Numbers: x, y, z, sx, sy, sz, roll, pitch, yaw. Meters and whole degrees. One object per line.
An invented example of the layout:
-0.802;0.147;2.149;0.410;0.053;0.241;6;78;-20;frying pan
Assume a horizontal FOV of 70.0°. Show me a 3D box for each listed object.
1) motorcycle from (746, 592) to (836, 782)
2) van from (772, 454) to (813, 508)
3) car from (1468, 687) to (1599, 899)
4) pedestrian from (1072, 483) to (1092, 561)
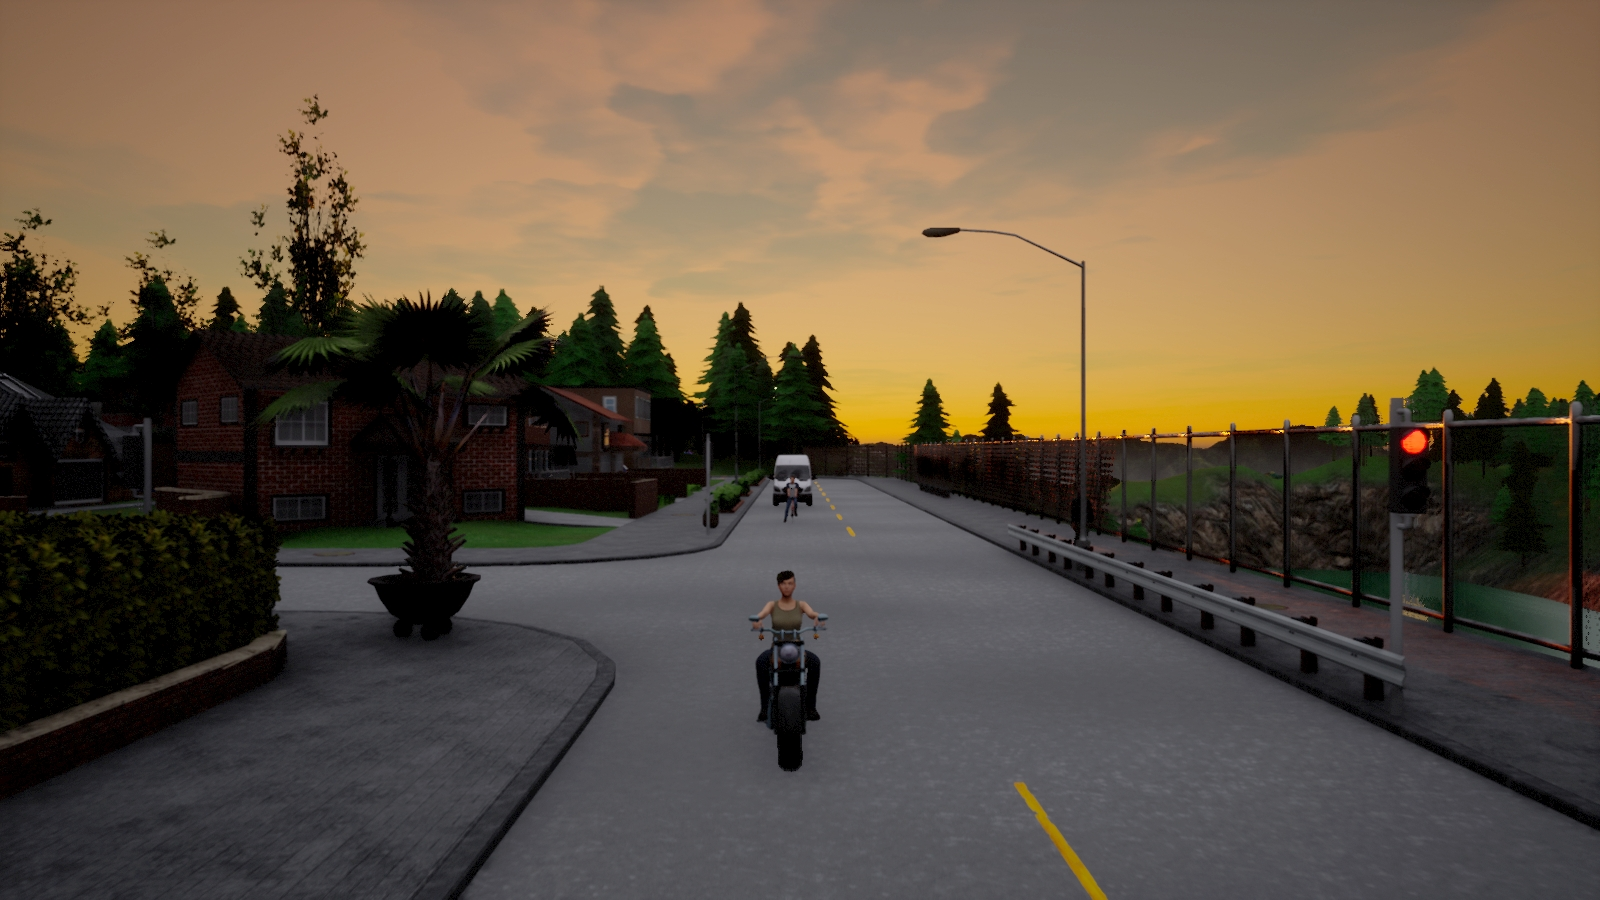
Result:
-0.115;2.155;10.874;0.764;1.307;2.356;0;0;-2;motorcycle
-0.369;1.532;58.401;1.988;2.561;5.915;0;0;0;van
3.949;1.906;2.661;2.097;1.767;4.553;0;0;0;car
6.839;1.745;27.719;0.375;1.860;0.375;0;0;-1;pedestrian
